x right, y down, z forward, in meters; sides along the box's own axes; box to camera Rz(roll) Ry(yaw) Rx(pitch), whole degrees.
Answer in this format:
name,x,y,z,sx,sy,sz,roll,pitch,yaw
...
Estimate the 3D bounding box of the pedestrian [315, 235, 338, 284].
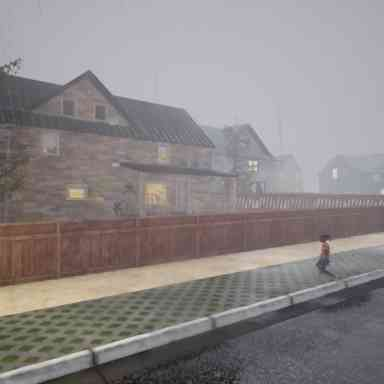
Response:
name,x,y,z,sx,sy,sz,roll,pitch,yaw
pedestrian,3.184,1.145,7.922,0.375,1.860,0.375,1,0,-38
